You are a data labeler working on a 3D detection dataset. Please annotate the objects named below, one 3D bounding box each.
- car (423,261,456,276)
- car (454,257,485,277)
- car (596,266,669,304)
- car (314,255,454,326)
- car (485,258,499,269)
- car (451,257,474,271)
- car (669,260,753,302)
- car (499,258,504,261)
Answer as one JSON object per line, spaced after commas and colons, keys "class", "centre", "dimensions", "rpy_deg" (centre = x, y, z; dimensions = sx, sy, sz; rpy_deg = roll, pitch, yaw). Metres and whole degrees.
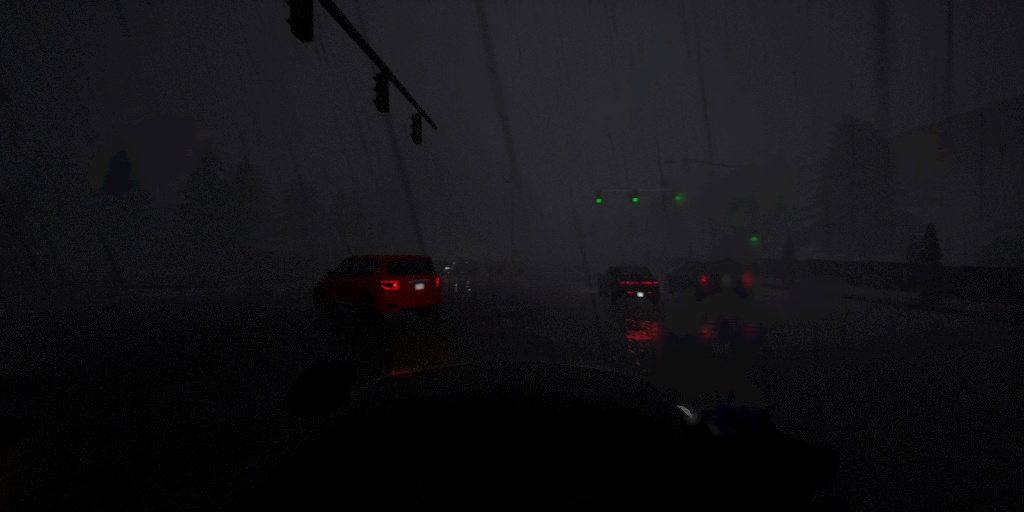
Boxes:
{"class": "car", "centre": [-7.554, 1.245, 37.864], "dimensions": [2.033, 1.411, 5.357], "rpy_deg": [-1, 0, 5]}
{"class": "car", "centre": [-4.300, 1.164, 34.707], "dimensions": [2.128, 1.511, 4.902], "rpy_deg": [-1, 0, 5]}
{"class": "car", "centre": [4.895, 1.145, 15.551], "dimensions": [1.837, 1.490, 4.892], "rpy_deg": [-1, 0, 5]}
{"class": "car", "centre": [-4.642, 0.985, 12.077], "dimensions": [5.566, 2.045, 2.150], "rpy_deg": [-1, -1, 42]}
{"class": "car", "centre": [-3.363, 1.106, 46.329], "dimensions": [2.128, 1.511, 4.902], "rpy_deg": [-1, 0, 5]}
{"class": "car", "centre": [-6.652, 0.997, 48.981], "dimensions": [2.097, 1.767, 4.553], "rpy_deg": [-1, 0, 5]}
{"class": "car", "centre": [8.429, 0.950, 15.872], "dimensions": [2.097, 1.767, 4.553], "rpy_deg": [-1, 0, 5]}
{"class": "car", "centre": [-2.051, 1.103, 62.188], "dimensions": [1.994, 1.385, 4.181], "rpy_deg": [-1, 0, 5]}
